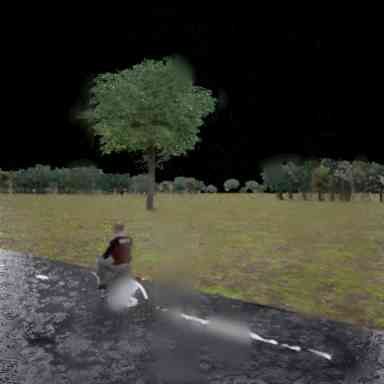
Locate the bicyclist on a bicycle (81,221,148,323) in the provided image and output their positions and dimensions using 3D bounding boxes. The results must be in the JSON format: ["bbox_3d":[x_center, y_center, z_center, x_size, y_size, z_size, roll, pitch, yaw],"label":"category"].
[{"bbox_3d":[-1.513,1.420,6.181,1.843,1.776,0.659,0,0,36],"label":"bicyclist on a bicycle"}]
